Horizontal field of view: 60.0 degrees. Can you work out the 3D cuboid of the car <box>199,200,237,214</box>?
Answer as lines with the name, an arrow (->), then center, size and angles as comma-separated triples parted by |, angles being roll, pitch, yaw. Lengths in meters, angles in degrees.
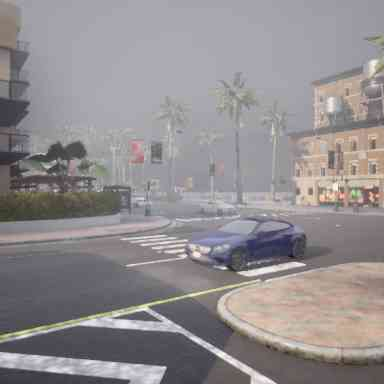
car -> 2.479, 1.543, 33.604 | 1.812, 1.442, 4.674 | 0, 0, -35

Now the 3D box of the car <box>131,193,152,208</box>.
car -> -7.930, 1.243, 48.437 | 2.150, 2.045, 5.566 | 0, -1, -35

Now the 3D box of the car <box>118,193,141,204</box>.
car -> -12.680, 1.245, 67.376 | 2.150, 2.045, 5.566 | 0, 0, -38

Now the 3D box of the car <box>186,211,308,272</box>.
car -> 1.967, 1.532, 10.944 | 4.674, 1.442, 1.812 | 0, 0, -38
